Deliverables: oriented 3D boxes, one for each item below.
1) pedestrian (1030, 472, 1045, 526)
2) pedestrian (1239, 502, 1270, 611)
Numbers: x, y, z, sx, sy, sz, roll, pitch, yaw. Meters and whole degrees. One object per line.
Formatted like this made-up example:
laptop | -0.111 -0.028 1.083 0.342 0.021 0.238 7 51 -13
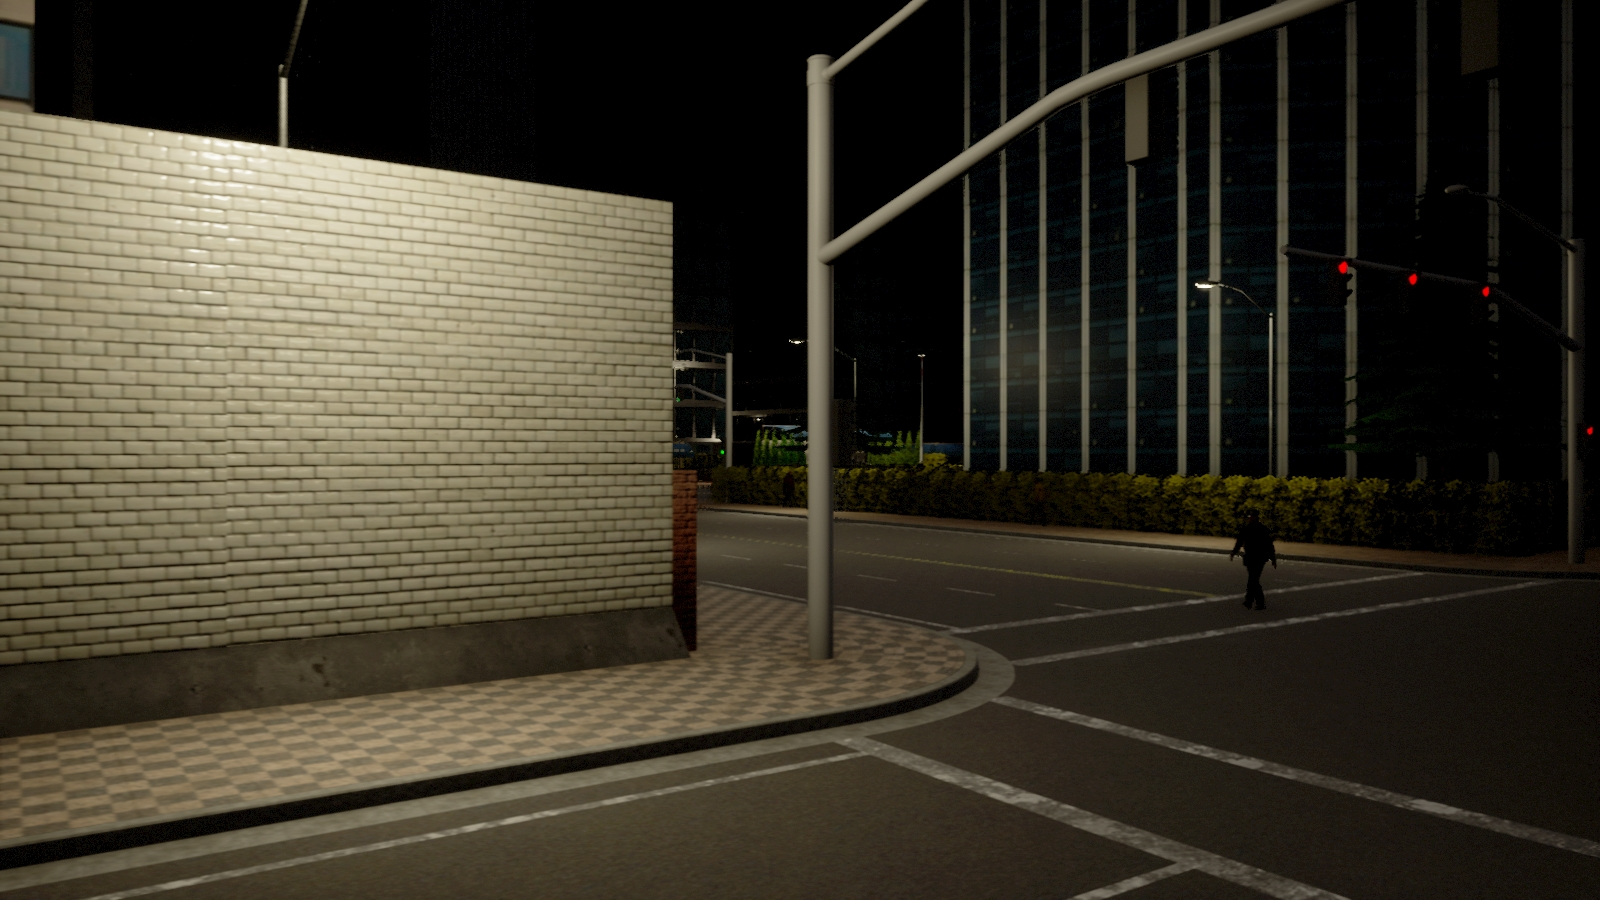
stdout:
pedestrian | 8.374 1.717 40.291 0.375 1.860 0.375 0 0 -37
pedestrian | 7.979 1.862 20.059 0.375 1.860 0.375 0 0 -41
